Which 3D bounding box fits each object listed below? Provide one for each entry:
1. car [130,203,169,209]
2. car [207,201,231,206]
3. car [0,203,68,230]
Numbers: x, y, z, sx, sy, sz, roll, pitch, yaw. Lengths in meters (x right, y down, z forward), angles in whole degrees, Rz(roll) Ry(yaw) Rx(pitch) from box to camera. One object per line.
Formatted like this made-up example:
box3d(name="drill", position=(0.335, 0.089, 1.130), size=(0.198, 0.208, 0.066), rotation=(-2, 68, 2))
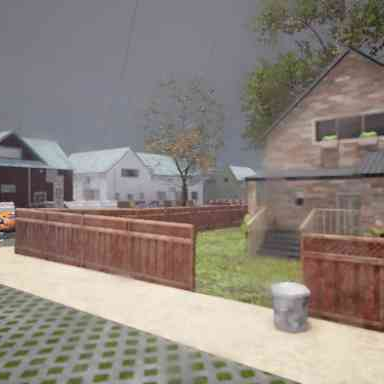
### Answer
box3d(name="car", position=(-3.938, 1.716, 29.261), size=(2.128, 1.511, 4.902), rotation=(0, 0, 37))
box3d(name="car", position=(2.931, 1.811, 38.415), size=(1.882, 1.535, 5.008), rotation=(0, -1, 37))
box3d(name="car", position=(-9.939, 1.480, 21.240), size=(2.097, 1.767, 4.553), rotation=(0, -1, 37))
